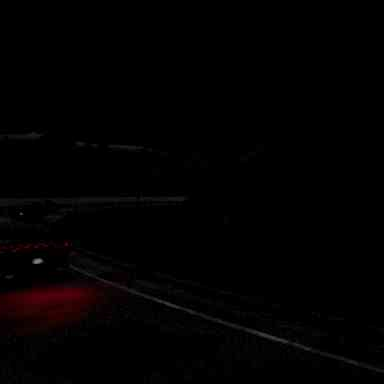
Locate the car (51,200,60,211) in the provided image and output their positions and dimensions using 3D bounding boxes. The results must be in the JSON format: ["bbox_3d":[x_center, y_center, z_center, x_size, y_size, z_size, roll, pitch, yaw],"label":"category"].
[{"bbox_3d":[-17.478,1.601,39.654,1.812,1.442,4.674,0,0,4],"label":"car"}]

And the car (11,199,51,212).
[{"bbox_3d":[-13.540,1.525,27.814,1.882,1.535,5.008,0,0,-12],"label":"car"}]

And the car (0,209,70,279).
[{"bbox_3d":[-5.253,1.494,9.804,1.882,1.535,5.008,0,0,-40],"label":"car"}]
